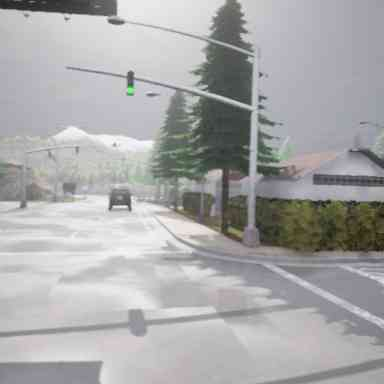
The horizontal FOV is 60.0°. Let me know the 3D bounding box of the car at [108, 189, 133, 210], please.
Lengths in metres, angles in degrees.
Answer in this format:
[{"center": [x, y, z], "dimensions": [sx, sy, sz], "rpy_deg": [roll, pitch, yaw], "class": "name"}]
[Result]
[{"center": [-7.177, 0.685, 33.359], "dimensions": [2.150, 2.045, 5.566], "rpy_deg": [2, 0, -12], "class": "car"}]
